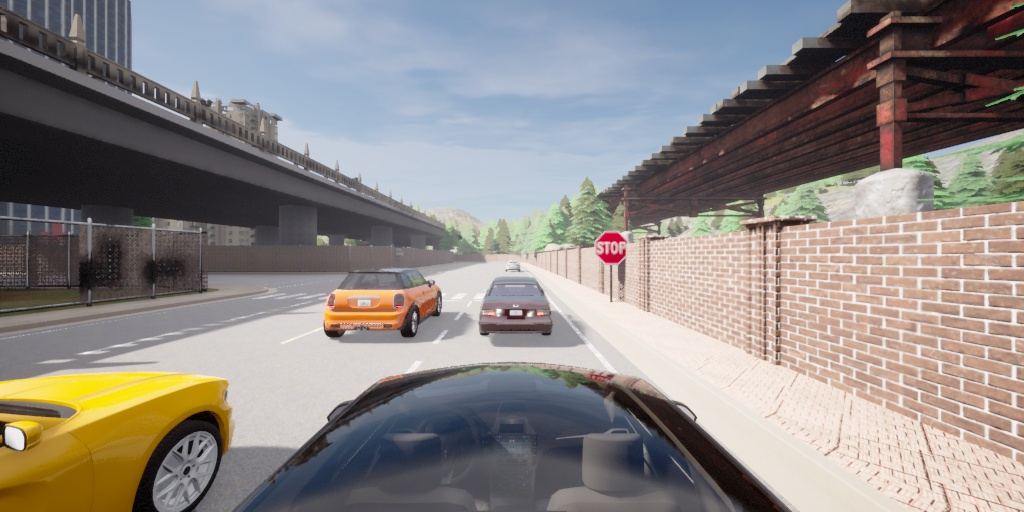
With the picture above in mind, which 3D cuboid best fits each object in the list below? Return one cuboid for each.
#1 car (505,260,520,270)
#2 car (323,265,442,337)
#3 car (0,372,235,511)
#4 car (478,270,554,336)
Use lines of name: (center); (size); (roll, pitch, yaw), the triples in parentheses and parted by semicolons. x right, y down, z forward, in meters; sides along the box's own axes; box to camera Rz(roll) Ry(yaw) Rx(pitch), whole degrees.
car: (0.114, 1.276, 46.284); (1.812, 1.442, 4.674); (0, 0, -1)
car: (-3.414, 1.102, 10.393); (2.097, 1.767, 4.553); (0, 0, 0)
car: (-3.398, 1.228, 1.136); (1.882, 1.535, 5.008); (0, 0, 0)
car: (0.088, 1.297, 10.412); (2.033, 1.411, 5.357); (0, 0, 0)
